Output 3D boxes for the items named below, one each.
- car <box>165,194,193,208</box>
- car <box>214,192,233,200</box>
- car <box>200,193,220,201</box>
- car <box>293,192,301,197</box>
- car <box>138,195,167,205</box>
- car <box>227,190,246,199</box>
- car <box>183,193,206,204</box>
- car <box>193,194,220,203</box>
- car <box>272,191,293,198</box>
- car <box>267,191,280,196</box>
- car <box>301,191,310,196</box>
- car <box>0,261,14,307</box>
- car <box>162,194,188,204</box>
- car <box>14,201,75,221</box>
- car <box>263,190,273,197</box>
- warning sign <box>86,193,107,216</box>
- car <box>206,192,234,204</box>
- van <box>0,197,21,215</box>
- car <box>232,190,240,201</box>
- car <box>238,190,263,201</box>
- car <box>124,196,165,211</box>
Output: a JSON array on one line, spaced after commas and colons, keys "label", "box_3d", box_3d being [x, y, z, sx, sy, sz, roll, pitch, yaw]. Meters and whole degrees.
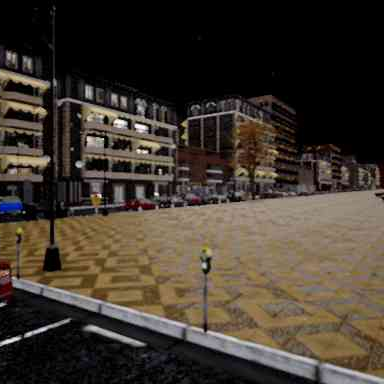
[{"label": "car", "box_3d": [-2.266, 1.290, 41.079, 2.008, 1.369, 4.403, 1, 1, 35]}, {"label": "car", "box_3d": [6.604, 0.847, 68.602, 1.752, 1.417, 4.829, 1, 1, 35]}, {"label": "car", "box_3d": [3.530, 0.971, 64.165, 1.947, 1.339, 4.313, 1, 1, 35]}, {"label": "car", "box_3d": [23.102, 0.606, 77.703, 2.008, 1.369, 4.403, 1, 1, 35]}, {"label": "car", "box_3d": [-5.983, 1.228, 50.431, 1.947, 1.339, 4.313, 1, 1, 35]}, {"label": "car", "box_3d": [9.873, 0.549, 73.316, 2.192, 1.841, 5.009, 1, 1, 35]}, {"label": "car", "box_3d": [-0.426, 0.981, 48.480, 2.097, 1.767, 4.553, 0, 1, 35]}, {"label": "car", "box_3d": [2.620, 1.032, 58.149, 2.033, 1.411, 5.357, 0, 1, 35]}, {"label": "car", "box_3d": [19.932, 0.691, 73.126, 2.008, 1.369, 4.403, 1, 1, 35]}, {"label": "car", "box_3d": [22.556, 0.441, 91.632, 1.887, 1.381, 4.507, 1, 1, 35]}, {"label": "car", "box_3d": [29.444, 0.327, 86.857, 1.967, 1.590, 4.097, 1, 1, 35]}, {"label": "car", "box_3d": [-5.381, 1.620, 6.708, 4.507, 1.381, 1.887, -1, 0, 36]}, {"label": "car", "box_3d": [-2.812, 1.127, 55.009, 2.008, 1.369, 4.403, 1, 1, 35]}, {"label": "car", "box_3d": [-11.779, 1.565, 27.347, 1.947, 1.339, 4.313, 1, 1, 35]}, {"label": "car", "box_3d": [19.385, 0.296, 87.049, 2.192, 1.841, 5.009, 1, 1, 35]}, {"label": "warning sign", "box_3d": [-8.166, 1.066, 28.434, 1.300, 1.860, 1.060, -1, -1, 35]}, {"label": "car", "box_3d": [4.076, 1.117, 50.236, 2.008, 1.369, 4.403, 1, 1, 35]}, {"label": "van", "box_3d": [-18.666, 1.350, 32.114, 1.690, 1.788, 3.998, 1, 1, 35]}, {"label": "car", "box_3d": [7.985, 0.756, 60.623, 2.097, 1.767, 4.553, 0, 1, 35]}, {"label": "car", "box_3d": [10.515, 0.918, 59.532, 1.752, 1.417, 4.829, 1, 1, 35]}, {"label": "car", "box_3d": [-5.438, 1.370, 36.501, 1.887, 1.381, 4.507, 1, 1, 35]}]
